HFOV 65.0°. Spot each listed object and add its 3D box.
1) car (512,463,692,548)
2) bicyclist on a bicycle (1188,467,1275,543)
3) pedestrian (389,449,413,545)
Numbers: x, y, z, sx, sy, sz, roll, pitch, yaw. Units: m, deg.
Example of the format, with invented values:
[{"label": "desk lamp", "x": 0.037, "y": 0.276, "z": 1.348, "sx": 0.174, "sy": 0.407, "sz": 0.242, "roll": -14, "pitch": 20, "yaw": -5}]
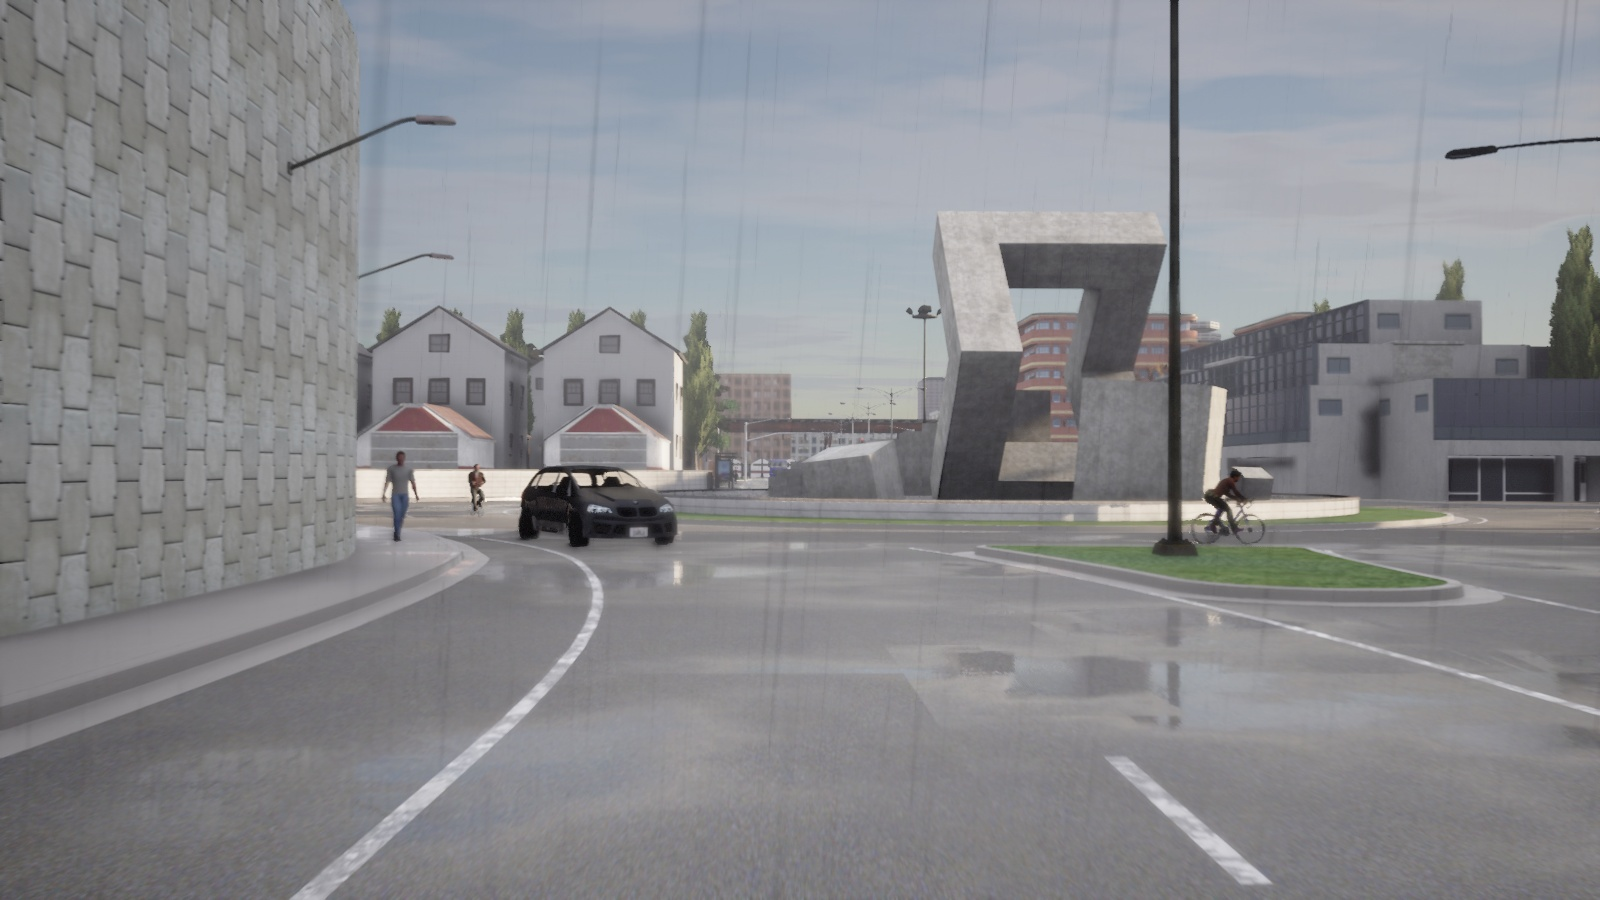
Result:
[{"label": "car", "x": -4.393, "y": 1.131, "z": 27.195, "sx": 2.242, "sy": 1.667, "sz": 4.611, "roll": 0, "pitch": -1, "yaw": -32}, {"label": "bicyclist on a bicycle", "x": 9.341, "y": 1.186, "z": 27.207, "sx": 1.656, "sy": 1.620, "sz": 0.582, "roll": 0, "pitch": -2, "yaw": -5}, {"label": "pedestrian", "x": -7.835, "y": 0.914, "z": 24.648, "sx": 0.354, "sy": 1.836, "sz": 0.706, "roll": 0, "pitch": -1, "yaw": -24}]
